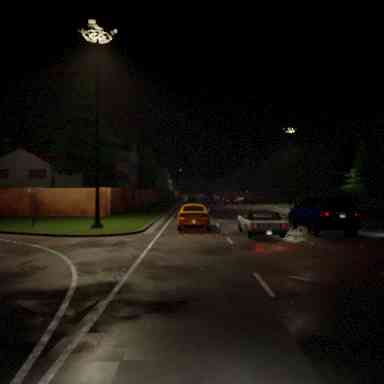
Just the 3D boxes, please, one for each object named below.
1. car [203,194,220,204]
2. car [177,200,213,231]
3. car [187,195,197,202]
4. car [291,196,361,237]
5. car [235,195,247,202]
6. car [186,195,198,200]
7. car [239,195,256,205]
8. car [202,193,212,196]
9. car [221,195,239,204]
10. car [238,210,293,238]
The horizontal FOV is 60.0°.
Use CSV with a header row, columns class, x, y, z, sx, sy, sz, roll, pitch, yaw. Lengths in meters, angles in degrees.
class,x,y,z,sx,sy,sz,roll,pitch,yaw
car,3.498,1.572,62.142,2.033,1.411,5.357,0,0,0
car,0.099,1.486,20.846,1.882,1.535,5.008,0,0,0
car,-0.002,1.429,71.761,1.994,1.385,4.181,0,0,0
car,7.099,1.229,18.362,2.150,2.045,5.566,0,0,0
car,10.498,1.355,71.762,1.882,1.535,5.008,0,0,0
car,-0.002,1.516,61.341,2.128,1.511,4.902,0,0,0
car,10.498,1.572,61.342,2.033,1.411,5.357,0,0,0
car,3.498,1.170,72.622,2.150,2.045,5.566,0,0,0
car,6.998,1.626,61.789,1.895,1.301,4.718,0,0,0
car,3.600,1.608,17.708,1.895,1.301,4.718,0,0,0
